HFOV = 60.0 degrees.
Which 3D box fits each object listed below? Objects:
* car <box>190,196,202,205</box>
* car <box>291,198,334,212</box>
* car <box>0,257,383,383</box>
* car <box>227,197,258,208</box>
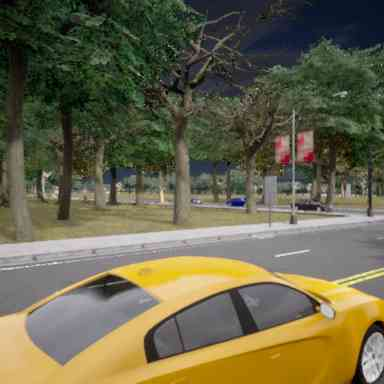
[{"bbox_3d":[-0.227,1.446,56.213,2.128,1.511,4.902,0,0,-35],"label":"car"},{"bbox_3d":[13.366,1.483,37.121,1.837,1.490,4.892,0,0,-35],"label":"car"},{"bbox_3d":[0.238,1.477,3.612,5.008,1.535,1.882,0,0,-36],"label":"car"},{"bbox_3d":[6.951,1.442,46.119,1.882,1.535,5.008,0,0,-35],"label":"car"}]
